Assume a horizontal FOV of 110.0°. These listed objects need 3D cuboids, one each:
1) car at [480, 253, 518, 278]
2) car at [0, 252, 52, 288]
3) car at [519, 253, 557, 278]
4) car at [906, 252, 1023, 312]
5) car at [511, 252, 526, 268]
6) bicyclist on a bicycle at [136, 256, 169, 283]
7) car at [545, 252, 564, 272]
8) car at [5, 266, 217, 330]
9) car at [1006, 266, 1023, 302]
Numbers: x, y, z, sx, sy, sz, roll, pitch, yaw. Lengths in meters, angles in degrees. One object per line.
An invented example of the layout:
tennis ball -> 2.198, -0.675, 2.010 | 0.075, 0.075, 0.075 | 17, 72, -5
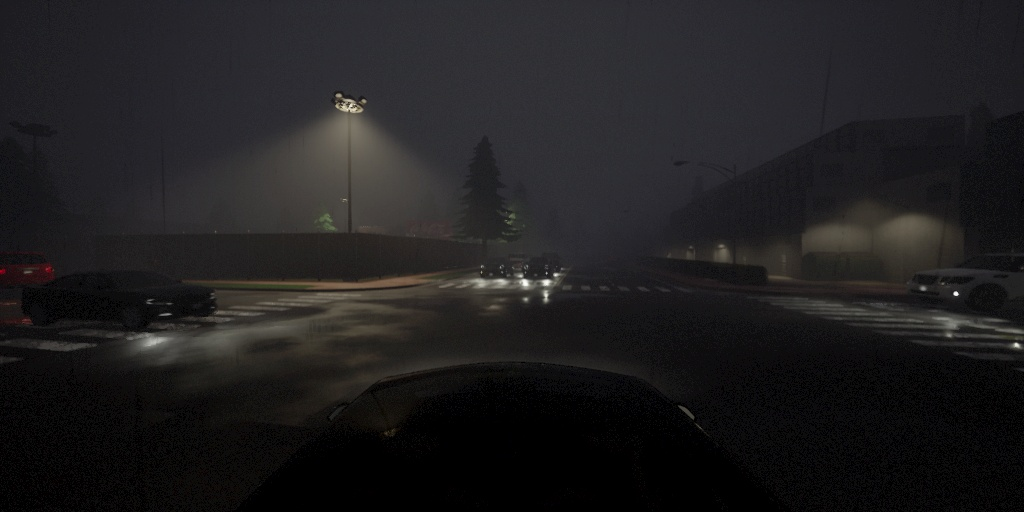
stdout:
car -> -1.187, 0.824, 30.053 | 2.097, 1.767, 4.553 | 0, 1, 11
car -> -24.367, 0.816, 16.598 | 5.566, 2.045, 2.150 | 0, 1, 11
car -> 2.229, 0.830, 29.288 | 2.097, 1.767, 4.553 | 0, 1, 11
car -> 17.968, 0.857, 12.763 | 5.566, 2.045, 2.150 | 0, 1, 11
car -> 0.616, 0.604, 39.099 | 2.150, 2.045, 5.566 | 0, 0, 11
bicyclist on a bicycle -> -21.429, 0.850, 21.405 | 0.582, 1.620, 1.656 | 0, 1, 11
car -> 4.106, 0.606, 38.694 | 2.150, 2.045, 5.566 | 0, 1, 11
car -> -11.269, 1.133, 10.419 | 5.008, 1.535, 1.882 | 0, 1, 9
car -> 17.153, 1.147, 9.341 | 5.008, 1.535, 1.882 | 0, 1, 11
